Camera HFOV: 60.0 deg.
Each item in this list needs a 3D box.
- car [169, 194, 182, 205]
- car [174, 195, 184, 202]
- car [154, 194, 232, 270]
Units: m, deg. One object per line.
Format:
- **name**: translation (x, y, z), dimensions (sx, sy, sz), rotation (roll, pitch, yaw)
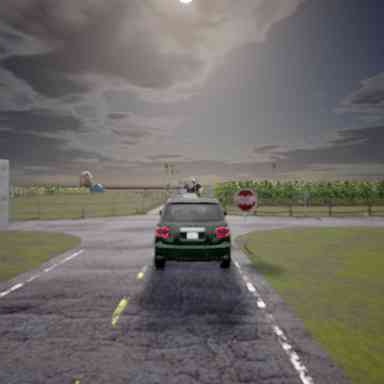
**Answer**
- **car**: translation (-2.811, 1.183, 57.358), dimensions (2.097, 1.767, 4.553), rotation (0, 0, 0)
- **car**: translation (-2.757, 1.305, 72.548), dimensions (2.033, 1.411, 5.357), rotation (0, 0, 0)
- **car**: translation (0.035, 1.194, 11.110), dimensions (2.150, 2.045, 5.566), rotation (0, 0, 0)
